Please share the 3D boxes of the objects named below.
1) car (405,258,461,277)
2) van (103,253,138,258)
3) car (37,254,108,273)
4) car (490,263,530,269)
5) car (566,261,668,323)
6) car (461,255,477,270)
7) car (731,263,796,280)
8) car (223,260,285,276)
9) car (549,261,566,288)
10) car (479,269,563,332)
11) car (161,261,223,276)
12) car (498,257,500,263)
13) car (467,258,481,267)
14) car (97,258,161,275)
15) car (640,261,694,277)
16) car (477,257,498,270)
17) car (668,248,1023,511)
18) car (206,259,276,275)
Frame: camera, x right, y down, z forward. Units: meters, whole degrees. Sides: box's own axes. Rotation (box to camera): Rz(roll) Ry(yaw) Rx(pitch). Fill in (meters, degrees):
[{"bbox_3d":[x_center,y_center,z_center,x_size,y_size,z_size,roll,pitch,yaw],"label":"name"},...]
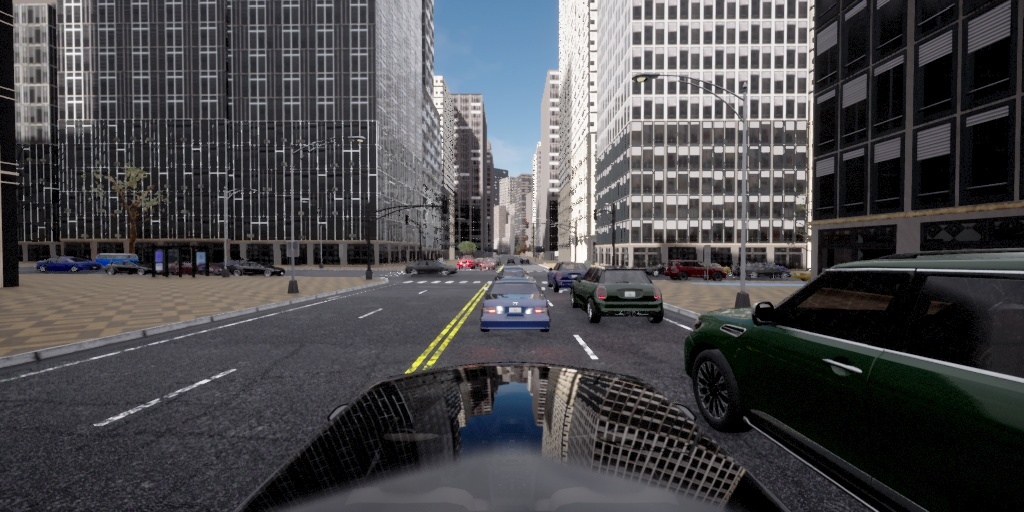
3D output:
[{"bbox_3d":[-7.800,1.205,34.673,4.892,1.490,1.837,0,1,1],"label":"car"},{"bbox_3d":[-45.388,0.602,41.127,3.998,1.789,1.690,0,0,1],"label":"van"},{"bbox_3d":[-43.542,0.850,35.309,5.008,1.535,1.882,0,1,1],"label":"car"},{"bbox_3d":[0.052,1.304,20.036,1.994,1.385,4.181,0,0,0],"label":"car"},{"bbox_3d":[3.324,1.097,12.240,2.097,1.767,4.553,0,0,0],"label":"car"},{"bbox_3d":[-6.721,0.933,53.374,2.150,2.045,5.566,0,0,0],"label":"car"},{"bbox_3d":[23.907,1.484,34.253,4.892,1.490,1.837,0,1,1],"label":"car"},{"bbox_3d":[-22.809,1.172,32.217,4.313,1.339,1.948,0,0,1],"label":"car"},{"bbox_3d":[3.300,1.091,21.104,2.097,1.767,4.553,0,0,0],"label":"car"},{"bbox_3d":[0.079,1.293,10.793,2.033,1.411,5.357,0,0,0],"label":"car"},{"bbox_3d":[-28.493,1.136,32.336,4.207,1.307,1.802,0,0,1],"label":"car"},{"bbox_3d":[-3.480,1.229,60.074,1.812,1.442,4.674,0,0,0],"label":"car"},{"bbox_3d":[-6.718,1.176,63.719,1.882,1.535,5.008,0,0,1],"label":"car"},{"bbox_3d":[-34.174,1.067,32.495,4.313,1.339,1.948,0,0,1],"label":"car"},{"bbox_3d":[16.206,1.364,37.589,4.892,1.490,1.837,0,1,-1],"label":"car"},{"bbox_3d":[-3.440,1.066,51.230,2.097,1.767,4.553,0,0,-1],"label":"car"},{"bbox_3d":[3.345,0.971,2.394,2.150,2.045,5.566,0,0,0],"label":"car"},{"bbox_3d":[-26.383,1.076,34.989,5.357,1.411,2.033,1,1,1],"label":"car"}]
